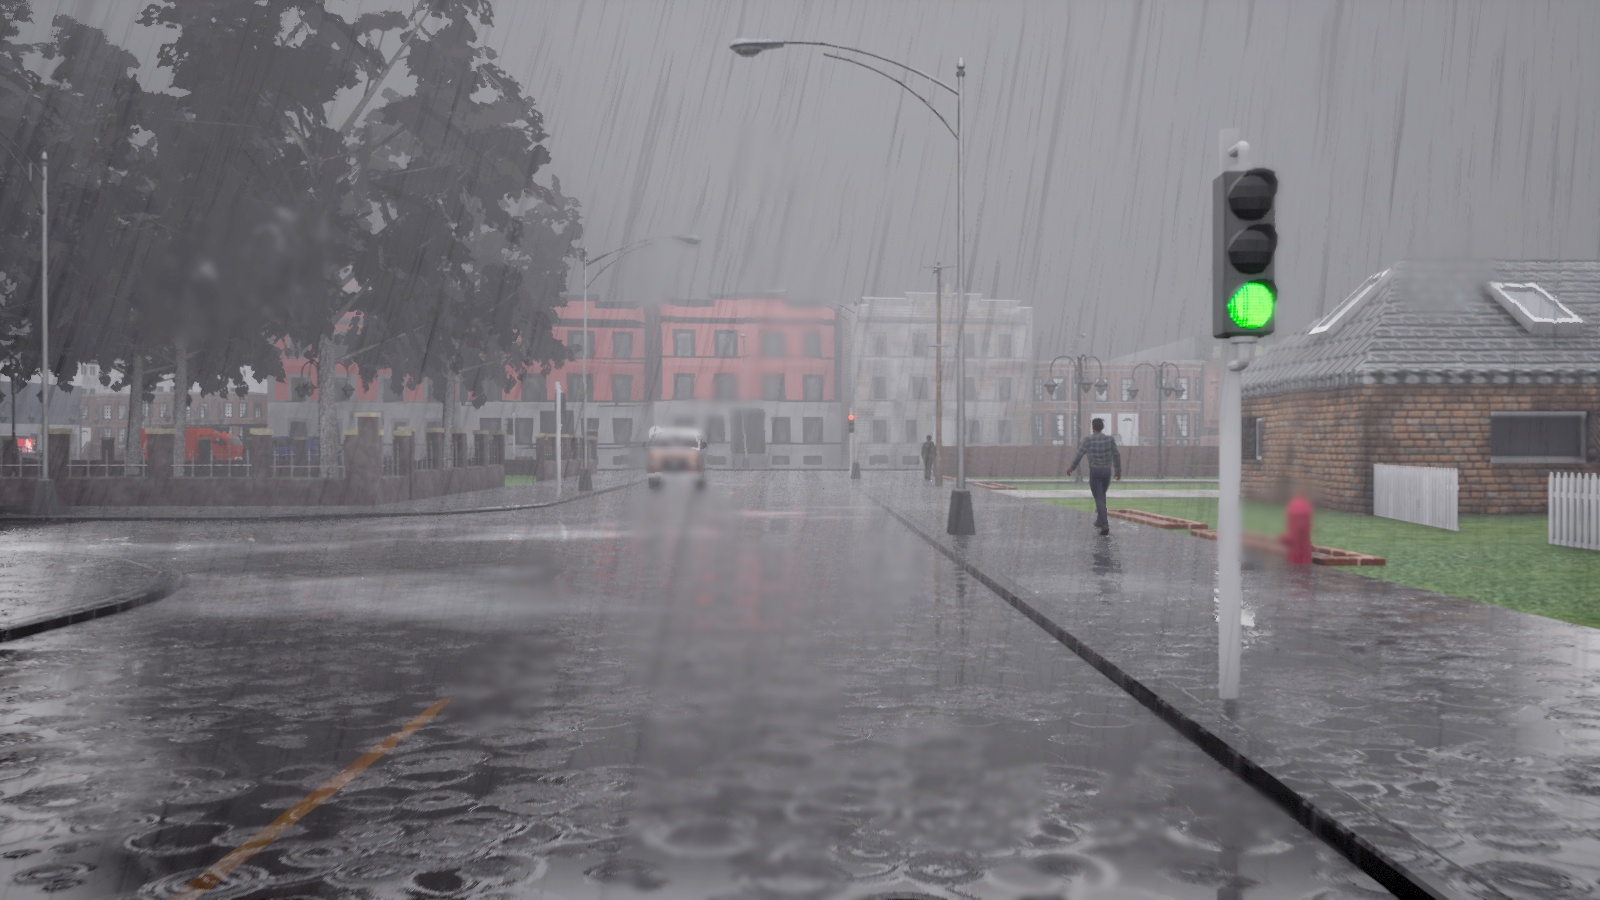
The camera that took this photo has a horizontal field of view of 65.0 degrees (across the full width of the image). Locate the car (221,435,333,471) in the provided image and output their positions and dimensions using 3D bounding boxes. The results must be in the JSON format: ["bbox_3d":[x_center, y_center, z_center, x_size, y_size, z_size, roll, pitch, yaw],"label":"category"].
[{"bbox_3d":[-30.065,0.170,72.326,5.566,2.045,2.150,0,0,0],"label":"car"}]

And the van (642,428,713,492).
[{"bbox_3d":[-4.080,0.307,42.466,2.069,2.038,4.480,0,0,-2],"label":"van"}]

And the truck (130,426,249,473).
[{"bbox_3d":[-33.152,-0.023,68.320,5.204,2.467,2.627,0,0,0],"label":"truck"}]

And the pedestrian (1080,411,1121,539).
[{"bbox_3d":[4.682,0.385,19.575,0.423,1.949,0.788,0,0,-2],"label":"pedestrian"}]

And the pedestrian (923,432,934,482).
[{"bbox_3d":[5.075,0.273,49.613,0.395,1.930,0.692,0,0,6],"label":"pedestrian"}]

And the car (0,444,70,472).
[{"bbox_3d":[-42.795,0.412,68.307,4.902,1.511,2.128,0,0,0],"label":"car"}]
